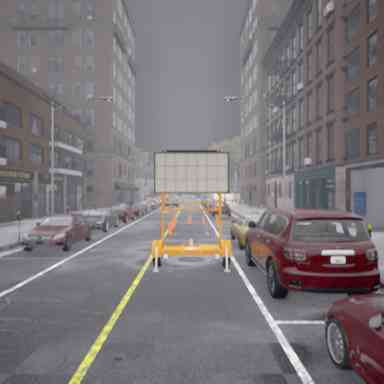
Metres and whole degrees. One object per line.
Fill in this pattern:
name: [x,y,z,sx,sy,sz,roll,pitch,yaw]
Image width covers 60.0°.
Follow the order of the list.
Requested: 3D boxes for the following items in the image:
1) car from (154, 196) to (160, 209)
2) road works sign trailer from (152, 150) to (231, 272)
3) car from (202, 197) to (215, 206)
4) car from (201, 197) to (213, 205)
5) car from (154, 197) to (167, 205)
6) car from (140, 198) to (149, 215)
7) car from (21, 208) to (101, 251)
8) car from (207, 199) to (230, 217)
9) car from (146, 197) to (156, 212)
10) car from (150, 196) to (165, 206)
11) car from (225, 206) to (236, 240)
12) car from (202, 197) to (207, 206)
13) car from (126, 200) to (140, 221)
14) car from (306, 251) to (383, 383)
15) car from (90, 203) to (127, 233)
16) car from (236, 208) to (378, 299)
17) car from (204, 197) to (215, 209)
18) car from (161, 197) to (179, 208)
car: [-5.441,1.393,41.463,1.967,1.590,4.097,0,0,0]
road works sign trailer: [-0.014,0.450,10.730,2.380,3.560,2.880,0,0,0]
car: [2.570,1.529,52.513,1.802,1.307,4.206,0,0,0]
car: [2.563,1.510,58.031,1.947,1.339,4.313,0,0,0]
car: [-5.463,1.526,58.020,1.802,1.307,4.206,0,0,0]
car: [-5.426,1.528,30.426,1.947,1.339,4.313,0,0,0]
car: [-5.405,1.564,13.869,1.802,1.307,4.206,0,0,0]
car: [2.599,1.544,30.440,1.802,1.307,4.206,0,0,0]
car: [-5.434,1.507,35.944,2.008,1.369,4.403,0,0,0]
car: [-5.456,1.387,52.500,1.967,1.590,4.097,0,0,0]
car: [2.616,1.507,14.053,1.752,1.417,4.829,0,0,0]
car: [2.584,1.478,41.647,1.752,1.417,4.829,0,0,0]
car: [-5.419,1.513,24.907,1.887,1.381,4.507,0,0,0]
car: [2.634,1.578,2.849,1.802,1.307,4.206,0,0,0]
car: [-5.412,1.526,19.388,2.008,1.369,4.403,0,0,0]
car: [2.627,1.304,8.367,2.192,1.841,5.009,0,0,0]
car: [2.591,1.538,35.958,1.802,1.307,4.206,0,0,0]
car: [-2.903,1.427,47.039,1.882,1.535,5.008,0,0,0]
